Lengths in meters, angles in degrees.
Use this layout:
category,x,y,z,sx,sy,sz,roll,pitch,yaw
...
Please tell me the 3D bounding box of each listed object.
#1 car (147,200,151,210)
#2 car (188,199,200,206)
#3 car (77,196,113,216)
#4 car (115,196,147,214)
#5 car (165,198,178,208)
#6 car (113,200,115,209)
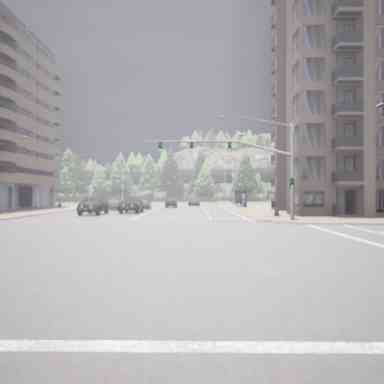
category,x,y,z,sx,sy,sz,roll,pitch,yaw
car,-7.058,1.806,48.635,1.812,1.442,4.674,0,0,0
car,0.370,1.917,61.198,1.994,1.385,4.181,0,0,5
car,-10.579,1.428,35.898,2.150,2.045,5.566,0,0,0
car,-7.076,1.447,39.108,2.150,2.045,5.566,0,0,0
car,-3.379,1.819,54.366,1.837,1.490,4.892,0,0,0
car,-10.567,1.788,45.500,1.812,1.442,4.674,0,0,0
